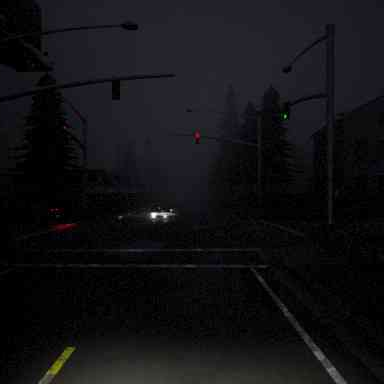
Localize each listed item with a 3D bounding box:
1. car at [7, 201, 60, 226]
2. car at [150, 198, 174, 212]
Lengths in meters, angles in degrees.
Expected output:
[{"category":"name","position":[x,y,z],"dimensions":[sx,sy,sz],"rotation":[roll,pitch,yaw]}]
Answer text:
[{"category":"car","position":[-11.092,1.317,21.408],"dimensions":[4.902,1.511,2.128],"rotation":[1,0,-1]},{"category":"car","position":[-3.517,1.564,38.001],"dimensions":[1.994,1.385,4.181],"rotation":[0,0,0]}]
